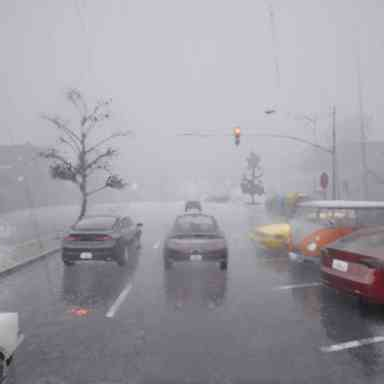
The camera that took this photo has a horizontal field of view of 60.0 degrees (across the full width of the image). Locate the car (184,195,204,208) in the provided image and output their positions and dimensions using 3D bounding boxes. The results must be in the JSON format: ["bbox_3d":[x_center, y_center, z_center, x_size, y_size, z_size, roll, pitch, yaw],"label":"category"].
[{"bbox_3d":[0.111,1.420,39.604,1.837,1.490,4.892,-1,1,0],"label":"car"}]

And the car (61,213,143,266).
[{"bbox_3d":[-2.892,1.499,11.515,1.837,1.490,4.892,0,0,0],"label":"car"}]

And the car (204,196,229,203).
[{"bbox_3d":[5.116,1.526,68.539,4.674,1.452,2.002,1,-2,-20],"label":"car"}]

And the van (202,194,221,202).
[{"bbox_3d":[5.029,1.674,86.364,4.442,1.987,1.878,1,-1,-20],"label":"van"}]

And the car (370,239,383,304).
[{"bbox_3d":[5.246,1.486,4.397,5.366,1.575,1.946,1,0,-20],"label":"car"}]

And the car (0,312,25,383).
[{"bbox_3d":[-2.899,1.599,1.785,1.895,1.301,4.718,0,0,0],"label":"car"}]

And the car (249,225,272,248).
[{"bbox_3d":[4.907,1.480,13.212,5.366,1.575,1.946,1,0,-20],"label":"car"}]

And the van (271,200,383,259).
[{"bbox_3d":[4.971,1.259,10.253,4.442,1.987,1.878,1,0,-20],"label":"van"}]

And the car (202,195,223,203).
[{"bbox_3d":[5.163,1.708,83.436,4.553,1.767,2.185,1,-1,-20],"label":"car"}]

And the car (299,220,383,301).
[{"bbox_3d":[5.100,1.516,7.327,4.792,1.488,2.163,1,0,-20],"label":"car"}]

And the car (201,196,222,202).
[{"bbox_3d":[5.308,1.972,89.448,5.366,1.575,1.946,1,-2,-20],"label":"car"}]

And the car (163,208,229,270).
[{"bbox_3d":[0.107,1.486,11.011,2.128,1.511,4.902,0,0,0],"label":"car"}]

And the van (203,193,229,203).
[{"bbox_3d":[5.012,1.188,65.522,4.442,1.987,1.878,1,-1,-20],"label":"van"}]
